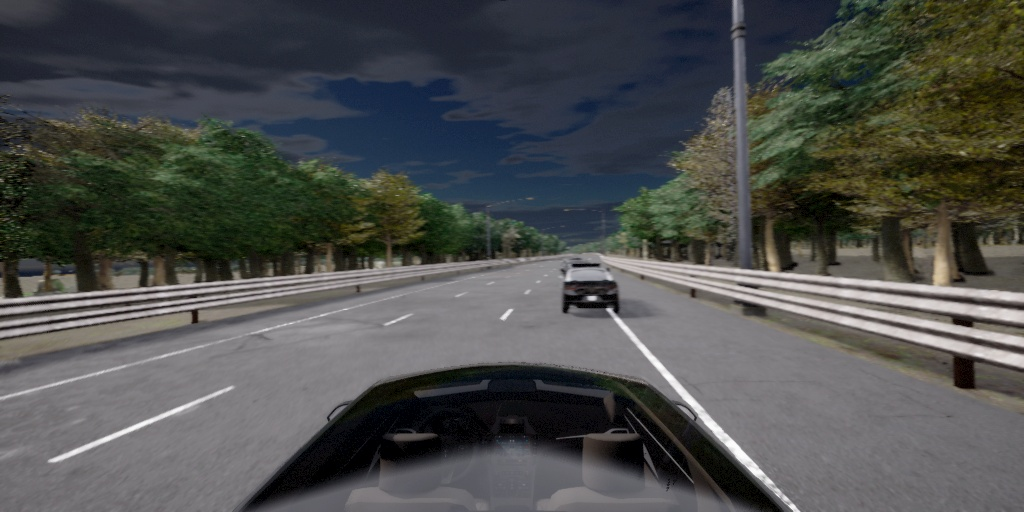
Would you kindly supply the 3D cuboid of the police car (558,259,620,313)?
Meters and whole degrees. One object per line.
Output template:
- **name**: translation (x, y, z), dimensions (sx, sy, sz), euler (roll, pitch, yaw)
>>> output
- **police car**: translation (2.796, 1.072, 13.550), dimensions (1.930, 1.638, 5.238), euler (-2, 0, 8)

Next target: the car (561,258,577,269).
- **car**: translation (8.160, 1.038, 50.958), dimensions (1.895, 1.301, 4.718), euler (-2, 0, 12)

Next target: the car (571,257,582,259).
- **car**: translation (4.222, 1.067, 23.182), dimensions (1.882, 1.535, 5.008), euler (-2, 0, 9)

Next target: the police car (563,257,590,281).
- **police car**: translation (5.175, 0.977, 29.124), dimensions (1.930, 1.638, 5.238), euler (-2, 0, 9)
